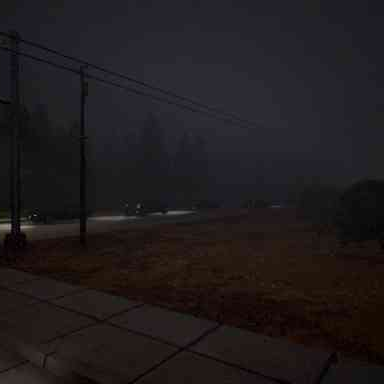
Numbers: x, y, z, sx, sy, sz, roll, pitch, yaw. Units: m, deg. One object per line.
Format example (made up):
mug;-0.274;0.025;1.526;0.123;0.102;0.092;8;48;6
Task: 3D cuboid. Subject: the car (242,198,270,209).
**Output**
car;8.363;1.465;43.073;1.895;1.301;4.718;0;0;37

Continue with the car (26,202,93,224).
car;-9.766;1.513;24.833;1.837;1.490;4.892;0;0;37

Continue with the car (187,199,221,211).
car;1.490;1.509;39.995;1.895;1.301;4.718;0;0;37

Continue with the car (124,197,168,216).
car;-4.360;1.312;32.122;2.097;1.767;4.553;0;0;37
